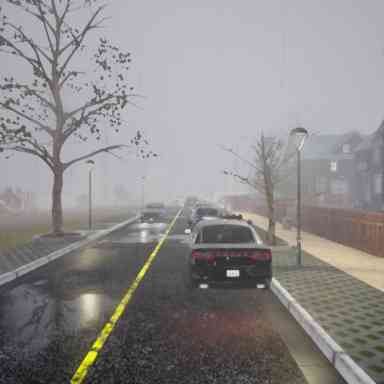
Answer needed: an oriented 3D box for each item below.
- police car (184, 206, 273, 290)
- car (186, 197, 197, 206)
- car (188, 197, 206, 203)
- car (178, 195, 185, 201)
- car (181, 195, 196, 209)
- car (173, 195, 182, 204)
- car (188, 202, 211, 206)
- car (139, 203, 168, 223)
[{"bbox_3d":[0.820,1.424,9.240,1.930,1.638,5.238,0,0,0],"label":"police car"},{"bbox_3d":[-0.034,1.546,56.959,1.812,1.442,4.674,0,0,0],"label":"car"},{"bbox_3d":[0.810,1.457,25.320,1.801,1.575,5.366,0,0,0],"label":"car"},{"bbox_3d":[-2.805,1.591,90.555,1.812,1.442,4.674,0,0,0],"label":"car"},{"bbox_3d":[-0.008,1.363,45.868,2.097,1.767,4.553,0,0,0],"label":"car"},{"bbox_3d":[-2.816,1.508,66.069,1.882,1.535,5.008,0,0,0],"label":"car"},{"bbox_3d":[0.814,1.526,19.130,1.812,1.442,4.674,0,0,0],"label":"car"},{"bbox_3d":[-2.867,1.549,26.162,2.033,1.411,5.357,0,0,0],"label":"car"}]
